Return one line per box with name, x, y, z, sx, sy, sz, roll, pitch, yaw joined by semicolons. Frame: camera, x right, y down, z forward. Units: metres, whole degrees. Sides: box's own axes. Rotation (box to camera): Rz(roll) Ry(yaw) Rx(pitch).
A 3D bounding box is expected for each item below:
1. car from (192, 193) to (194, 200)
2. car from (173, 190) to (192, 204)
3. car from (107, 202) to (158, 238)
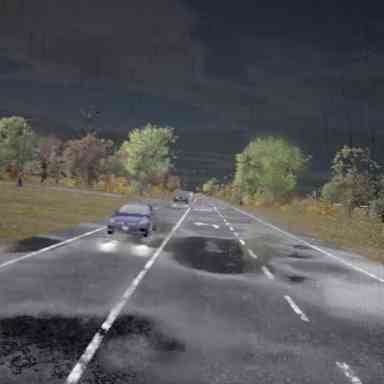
car;-0.771;0.956;89.402;2.150;2.045;5.566;4;0;1
car;-1.651;0.810;52.080;2.150;2.045;5.566;6;0;2
car;-2.754;1.261;16.419;1.812;1.442;4.674;4;0;2
